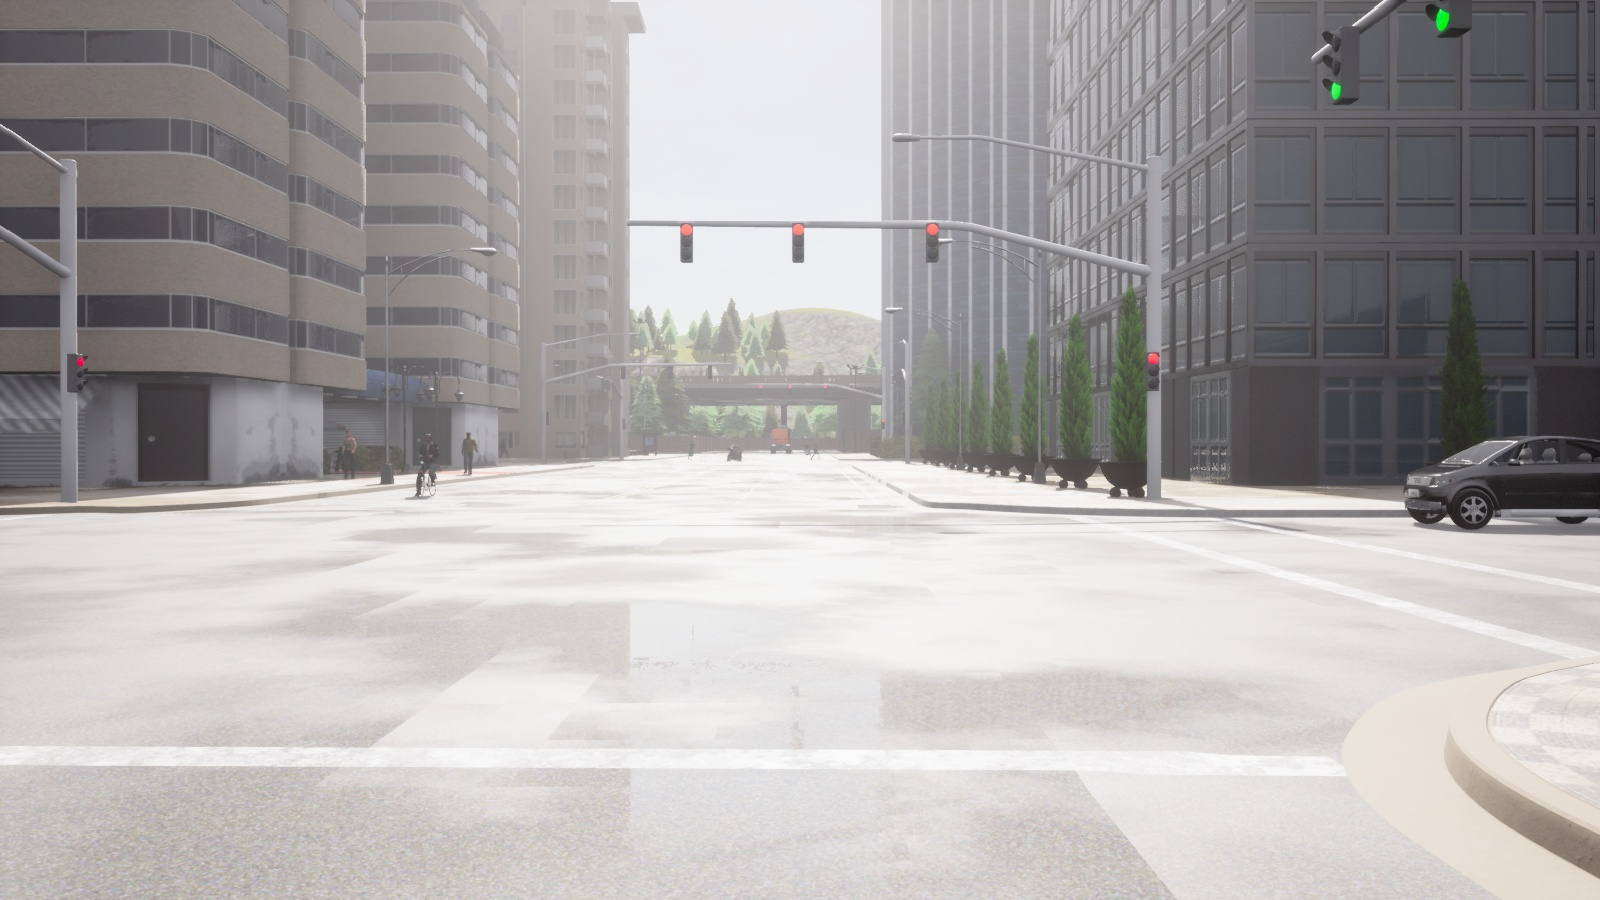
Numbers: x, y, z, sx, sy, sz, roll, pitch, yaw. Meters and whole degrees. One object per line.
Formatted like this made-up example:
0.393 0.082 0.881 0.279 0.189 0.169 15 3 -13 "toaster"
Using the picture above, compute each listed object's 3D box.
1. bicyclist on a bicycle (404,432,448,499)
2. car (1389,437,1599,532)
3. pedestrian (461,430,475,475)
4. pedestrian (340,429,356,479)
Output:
-10.291 0.413 34.589 0.659 1.776 1.843 0 0 0 "bicyclist on a bicycle"
12.269 0.559 21.319 3.705 1.549 1.789 0 0 1 "car"
-13.732 0.093 51.941 0.370 1.835 0.726 0 0 -1 "pedestrian"
-16.722 0.129 46.494 0.345 1.836 0.594 0 0 4 "pedestrian"
